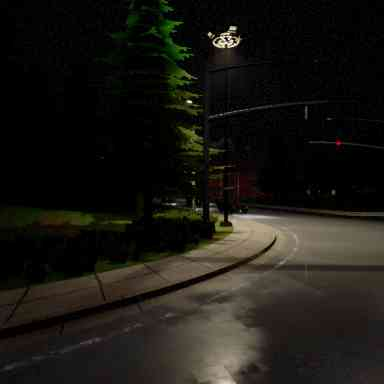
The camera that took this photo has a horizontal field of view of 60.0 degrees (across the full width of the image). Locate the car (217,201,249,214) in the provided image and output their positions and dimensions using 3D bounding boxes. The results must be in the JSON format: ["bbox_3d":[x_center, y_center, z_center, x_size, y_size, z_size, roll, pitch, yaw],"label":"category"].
[{"bbox_3d":[4.327,1.601,35.670,1.895,1.301,4.718,0,0,-15],"label":"car"}]

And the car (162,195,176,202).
[{"bbox_3d":[-4.673,1.351,66.424,2.097,1.767,4.553,0,0,-17],"label":"car"}]

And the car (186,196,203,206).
[{"bbox_3d":[0.681,1.222,48.736,2.150,2.045,5.566,0,0,-15],"label":"car"}]
